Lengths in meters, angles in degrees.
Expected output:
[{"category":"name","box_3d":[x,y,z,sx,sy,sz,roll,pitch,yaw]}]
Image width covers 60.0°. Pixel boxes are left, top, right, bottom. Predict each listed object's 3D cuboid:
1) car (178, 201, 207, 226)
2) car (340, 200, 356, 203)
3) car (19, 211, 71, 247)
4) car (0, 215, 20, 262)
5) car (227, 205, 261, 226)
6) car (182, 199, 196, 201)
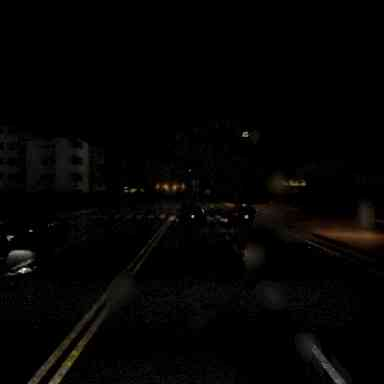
[{"category":"car","box_3d":[0.051,1.564,23.699,1.994,1.385,4.181,0,0,0]},{"category":"car","box_3d":[17.180,1.565,35.139,4.181,1.385,1.994,0,0,0]},{"category":"car","box_3d":[-7.061,1.564,14.967,1.994,1.385,4.181,0,0,0]},{"category":"car","box_3d":[-7.001,1.564,9.365,1.994,1.385,4.181,0,0,0]},{"category":"car","box_3d":[3.541,1.564,23.378,1.994,1.385,4.181,0,0,1]},{"category":"car","box_3d":[-0.399,1.563,43.744,1.994,1.385,4.181,0,0,-2]}]
